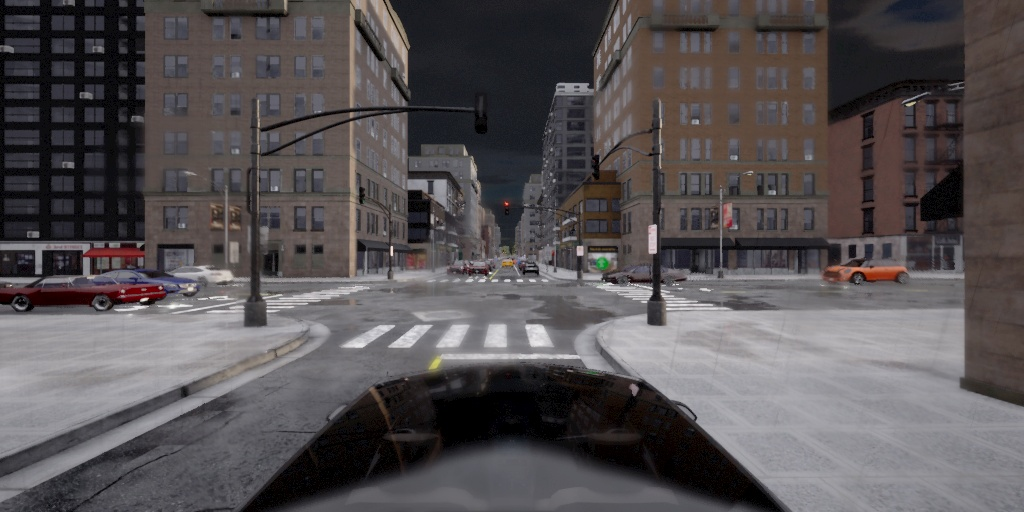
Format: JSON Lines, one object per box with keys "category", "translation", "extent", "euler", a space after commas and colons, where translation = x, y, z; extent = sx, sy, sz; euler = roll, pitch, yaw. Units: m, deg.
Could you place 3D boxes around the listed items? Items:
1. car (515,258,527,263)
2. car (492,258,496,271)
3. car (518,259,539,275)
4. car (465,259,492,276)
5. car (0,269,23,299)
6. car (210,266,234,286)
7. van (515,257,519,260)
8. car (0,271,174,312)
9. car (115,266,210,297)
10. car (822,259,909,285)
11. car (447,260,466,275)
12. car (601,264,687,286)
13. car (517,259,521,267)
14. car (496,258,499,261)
{"category": "car", "translation": [1.908, 1.386, 56.217], "extent": [1.948, 1.339, 4.313], "euler": [0, 0, 0]}
{"category": "car", "translation": [-3.515, 1.308, 47.415], "extent": [1.837, 1.490, 4.892], "euler": [0, 0, 0]}
{"category": "car", "translation": [2.025, 1.355, 39.684], "extent": [1.948, 1.339, 4.313], "euler": [0, 0, 0]}
{"category": "car", "translation": [-3.450, 1.265, 37.822], "extent": [1.882, 1.535, 5.008], "euler": [0, 0, 0]}
{"category": "car", "translation": [-27.462, 1.397, 17.097], "extent": [5.357, 1.411, 2.033], "euler": [0, 0, -1]}
{"category": "car", "translation": [-21.203, 1.363, 23.878], "extent": [4.674, 1.442, 1.812], "euler": [0, 0, -1]}
{"category": "van", "translation": [1.869, 1.173, 61.727], "extent": [1.690, 1.789, 3.998], "euler": [0, 0, 0]}
{"category": "car", "translation": [-16.565, 1.401, 13.982], "extent": [4.718, 1.301, 1.895], "euler": [0, 0, -1]}
{"category": "car", "translation": [-17.736, 1.337, 17.211], "extent": [4.674, 1.442, 1.812], "euler": [0, 0, 1]}
{"category": "car", "translation": [23.954, 1.010, 24.428], "extent": [4.553, 1.767, 2.097], "euler": [0, 0, -1]}
{"category": "car", "translation": [-6.000, 1.230, 39.628], "extent": [1.967, 1.591, 4.097], "euler": [0, 0, 0]}
{"category": "car", "translation": [8.872, 1.266, 24.243], "extent": [5.357, 1.411, 2.033], "euler": [0, 0, -1]}
{"category": "car", "translation": [1.947, 1.391, 50.706], "extent": [1.802, 1.307, 4.207], "euler": [0, 0, 0]}
{"category": "car", "translation": [-3.576, 1.424, 57.555], "extent": [1.895, 1.301, 4.718], "euler": [0, 0, 0]}
